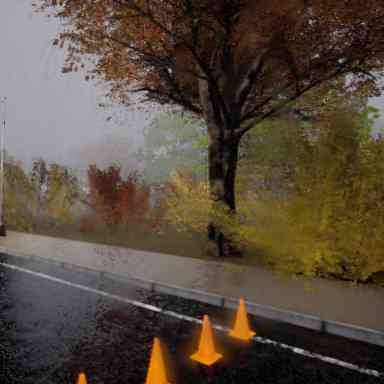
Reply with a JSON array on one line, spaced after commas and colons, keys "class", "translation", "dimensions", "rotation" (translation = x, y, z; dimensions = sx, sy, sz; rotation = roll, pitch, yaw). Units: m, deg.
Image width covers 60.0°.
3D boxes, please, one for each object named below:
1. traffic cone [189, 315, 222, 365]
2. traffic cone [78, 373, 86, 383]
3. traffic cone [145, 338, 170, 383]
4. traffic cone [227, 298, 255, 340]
[{"class": "traffic cone", "translation": [0.197, 2.033, 4.687], "dimensions": [0.340, 0.580, 0.340], "rotation": [0, -1, 38]}, {"class": "traffic cone", "translation": [-1.033, 2.001, 3.112], "dimensions": [0.340, 0.580, 0.340], "rotation": [0, -1, 38]}, {"class": "traffic cone", "translation": [-0.418, 2.017, 3.900], "dimensions": [0.340, 0.580, 0.340], "rotation": [0, -1, 38]}, {"class": "traffic cone", "translation": [0.814, 2.048, 5.475], "dimensions": [0.340, 0.580, 0.340], "rotation": [0, -1, 38]}]
